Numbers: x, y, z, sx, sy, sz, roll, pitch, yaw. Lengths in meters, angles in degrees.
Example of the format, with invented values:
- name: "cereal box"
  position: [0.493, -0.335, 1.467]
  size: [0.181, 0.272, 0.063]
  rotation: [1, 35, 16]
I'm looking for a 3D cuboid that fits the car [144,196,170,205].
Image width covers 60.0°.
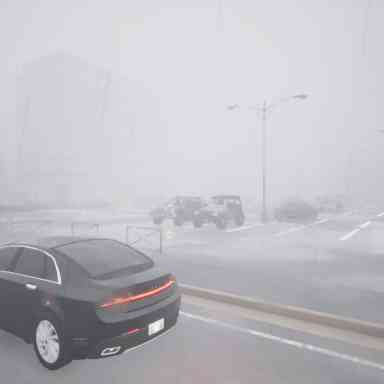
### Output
- name: "car"
  position: [-6.024, 1.526, 57.926]
  size: [1.812, 1.442, 4.674]
  rotation: [0, 0, 35]

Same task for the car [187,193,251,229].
- name: "car"
  position: [1.729, 1.156, 20.217]
  size: [1.905, 1.878, 3.866]
  rotation: [0, 0, 34]

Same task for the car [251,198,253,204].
- name: "car"
  position: [9.875, 1.505, 62.459]
  size: [1.837, 1.490, 4.892]
  rotation: [0, 0, 34]

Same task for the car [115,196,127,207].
- name: "car"
  position: [-11.805, 1.352, 49.417]
  size: [2.097, 1.767, 4.553]
  rotation: [0, 0, 34]

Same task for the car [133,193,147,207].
- name: "car"
  position: [-6.582, 1.221, 50.867]
  size: [2.150, 2.045, 5.566]
  rotation: [0, 0, 34]

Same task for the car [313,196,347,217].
- name: "car"
  position: [13.778, 1.395, 33.149]
  size: [1.970, 1.475, 3.806]
  rotation: [0, 0, 34]

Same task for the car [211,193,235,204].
- name: "car"
  position: [5.990, 1.221, 62.920]
  size: [2.150, 2.045, 5.566]
  rotation: [0, 0, 34]

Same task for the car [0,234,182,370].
- name: "car"
  position: [-2.435, 1.505, 5.739]
  size: [4.892, 1.490, 1.837]
  rotation: [0, 0, 36]

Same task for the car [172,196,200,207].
- name: "car"
  position: [-0.858, 1.478, 52.789]
  size: [1.882, 1.535, 5.008]
  rotation: [0, 0, 34]

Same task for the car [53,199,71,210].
- name: "car"
  position: [-17.143, 1.547, 41.500]
  size: [2.033, 1.411, 5.357]
  rotation: [0, 0, 34]

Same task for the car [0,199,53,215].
- name: "car"
  position: [-17.472, 1.601, 34.747]
  size: [1.895, 1.301, 4.718]
  rotation: [0, 0, 34]

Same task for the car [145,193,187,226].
- name: "car"
  position: [-0.635, 1.153, 21.887]
  size: [1.932, 1.855, 4.605]
  rotation: [0, 0, 34]

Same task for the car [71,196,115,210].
- name: "car"
  position: [-12.470, 1.526, 42.157]
  size: [1.812, 1.442, 4.674]
  rotation: [0, 0, 34]
